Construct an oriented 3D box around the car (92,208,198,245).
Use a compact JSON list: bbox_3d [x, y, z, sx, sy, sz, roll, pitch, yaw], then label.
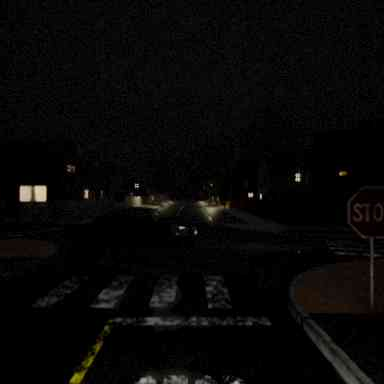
[{"bbox_3d":[-2.189,1.507,15.260,4.902,1.511,2.128,0,-1,17],"label":"car"}]
